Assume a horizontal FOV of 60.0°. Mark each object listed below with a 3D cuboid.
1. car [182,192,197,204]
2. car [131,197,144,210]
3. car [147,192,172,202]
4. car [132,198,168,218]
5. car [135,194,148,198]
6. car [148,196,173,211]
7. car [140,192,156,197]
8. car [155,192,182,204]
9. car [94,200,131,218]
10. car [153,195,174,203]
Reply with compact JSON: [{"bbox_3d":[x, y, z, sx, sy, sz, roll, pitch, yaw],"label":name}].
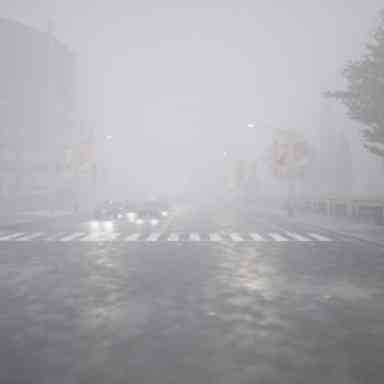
[{"bbox_3d":[-1.209,1.107,61.427,2.150,2.045,5.566,0,0,-29],"label":"car"},{"bbox_3d":[-7.121,1.529,38.443,1.895,1.301,4.718,0,0,0],"label":"car"},{"bbox_3d":[-6.935,1.034,70.247,2.150,2.045,5.566,0,0,-43],"label":"car"},{"bbox_3d":[-3.616,1.492,29.644,2.033,1.411,5.357,0,0,0],"label":"car"},{"bbox_3d":[-7.791,1.435,48.611,1.812,1.442,4.674,0,0,-10],"label":"car"},{"bbox_3d":[-3.622,1.491,38.860,1.994,1.385,4.181,0,0,0],"label":"car"},{"bbox_3d":[-9.662,1.058,68.052,2.150,2.045,5.566,0,0,-43],"label":"car"},{"bbox_3d":[-4.253,1.241,59.725,2.097,1.767,4.553,0,0,-29],"label":"car"},{"bbox_3d":[-7.112,1.437,29.174,2.128,1.511,4.902,0,0,0],"label":"car"},{"bbox_3d":[-4.278,1.473,48.929,1.994,1.385,4.181,0,0,-10],"label":"car"}]
